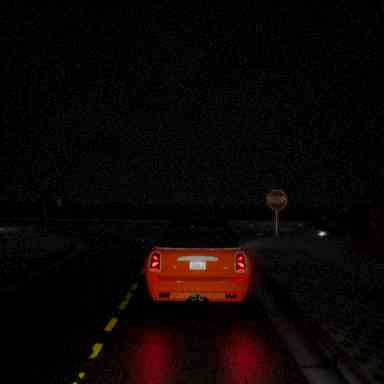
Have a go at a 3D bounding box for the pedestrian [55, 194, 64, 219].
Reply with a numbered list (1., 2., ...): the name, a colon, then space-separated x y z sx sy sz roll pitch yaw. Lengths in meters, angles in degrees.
1. pedestrian: -9.673 1.062 24.313 0.375 1.860 0.375 0 -1 0

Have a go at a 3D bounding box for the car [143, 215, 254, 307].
1. car: 0.182 1.351 8.150 2.097 1.767 4.553 0 0 2

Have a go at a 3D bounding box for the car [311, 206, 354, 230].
1. car: 10.332 1.629 21.506 5.008 1.535 1.882 1 0 0
